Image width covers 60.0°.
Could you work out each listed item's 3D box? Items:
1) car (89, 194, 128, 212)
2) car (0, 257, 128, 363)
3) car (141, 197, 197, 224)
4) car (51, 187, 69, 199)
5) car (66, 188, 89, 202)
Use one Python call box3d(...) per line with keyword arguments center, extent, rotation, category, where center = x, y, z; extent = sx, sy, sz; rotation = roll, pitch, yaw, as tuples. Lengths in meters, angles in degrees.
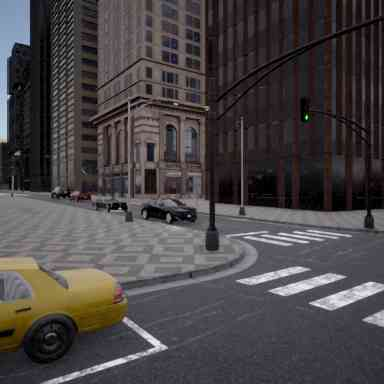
box3d(center=(-7.405, 1.059, 30.111), extent=(1.895, 1.301, 4.718), rotation=(0, 1, -36), category="car")
box3d(center=(-3.283, 1.525, 4.308), extent=(4.829, 1.417, 1.752), rotation=(0, 0, -35), category="car")
box3d(center=(-1.618, 1.129, 22.020), extent=(1.882, 1.535, 5.008), rotation=(0, 1, -36), category="car")
box3d(center=(-21.926, 0.133, 55.751), extent=(2.150, 2.045, 5.566), rotation=(0, 1, -36), category="car")
box3d(center=(-15.965, 0.575, 47.490), extent=(1.882, 1.535, 5.008), rotation=(0, 1, -35), category="car")
